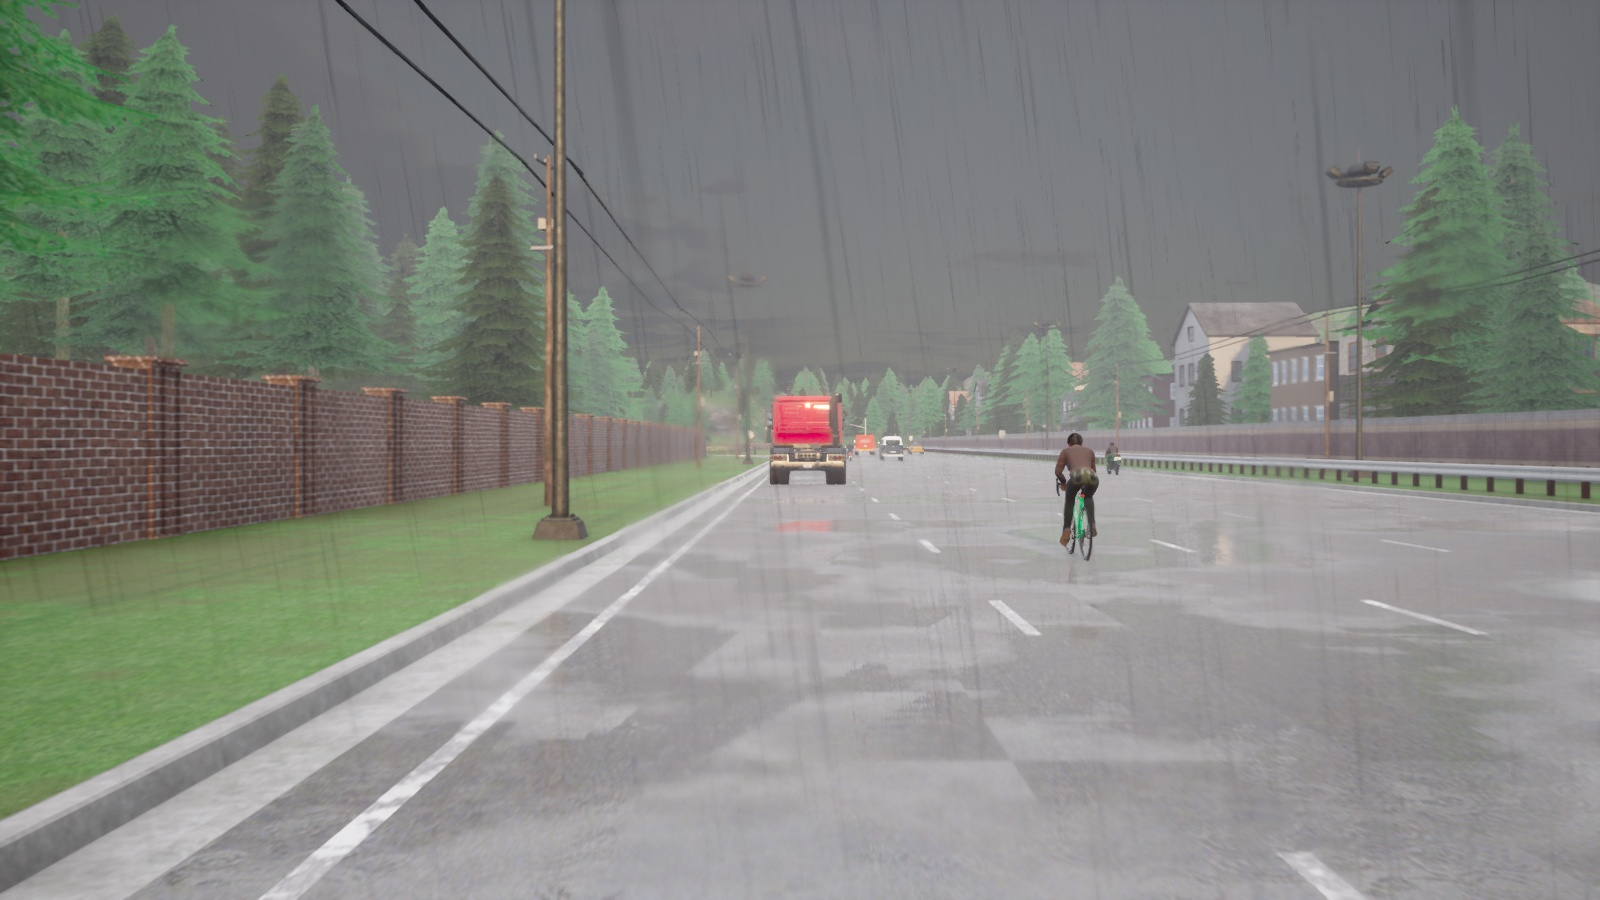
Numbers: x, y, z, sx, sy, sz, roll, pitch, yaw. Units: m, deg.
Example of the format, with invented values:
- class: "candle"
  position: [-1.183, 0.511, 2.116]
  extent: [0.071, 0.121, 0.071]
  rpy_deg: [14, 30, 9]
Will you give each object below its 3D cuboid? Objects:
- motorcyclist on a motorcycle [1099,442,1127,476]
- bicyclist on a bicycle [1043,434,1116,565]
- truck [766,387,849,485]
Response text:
- class: "motorcyclist on a motorcycle"
  position: [14.345, 0.416, 57.596]
  extent: [0.797, 1.523, 2.044]
  rpy_deg: [0, 0, 0]
- class: "bicyclist on a bicycle"
  position: [3.609, 0.610, 16.328]
  extent: [0.582, 1.620, 1.656]
  rpy_deg: [0, 0, 0]
- class: "truck"
  position: [0.291, -0.506, 48.130]
  extent: [2.891, 3.462, 7.936]
  rpy_deg: [0, 0, 0]
